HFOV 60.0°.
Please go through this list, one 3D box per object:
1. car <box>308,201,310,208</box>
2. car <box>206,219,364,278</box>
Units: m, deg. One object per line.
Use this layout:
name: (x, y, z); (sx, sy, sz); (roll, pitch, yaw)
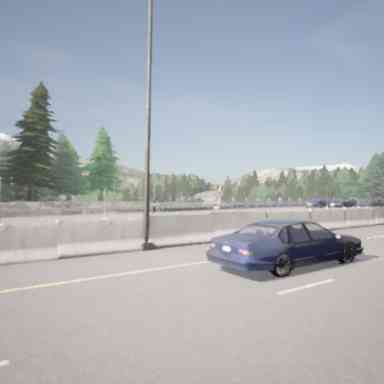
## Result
car: (17.596, 1.470, 45.823); (4.674, 1.442, 1.812); (0, 0, -34)
car: (2.982, 1.529, 10.084); (5.357, 1.411, 2.033); (0, 0, -34)
